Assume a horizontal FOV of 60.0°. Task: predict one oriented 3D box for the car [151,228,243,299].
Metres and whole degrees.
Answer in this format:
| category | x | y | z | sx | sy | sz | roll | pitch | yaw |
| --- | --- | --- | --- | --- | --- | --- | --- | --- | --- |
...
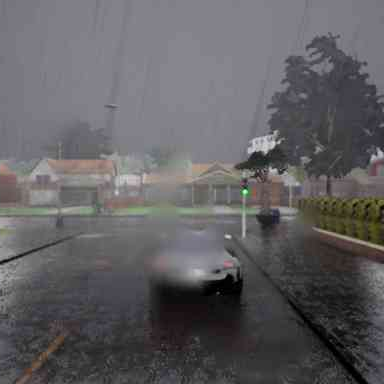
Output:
| category | x | y | z | sx | sy | sz | roll | pitch | yaw |
| --- | --- | --- | --- | --- | --- | --- | --- | --- | --- |
| car | 0.108 | 1.611 | 8.648 | 1.994 | 1.385 | 4.181 | 0 | 0 | 0 |
